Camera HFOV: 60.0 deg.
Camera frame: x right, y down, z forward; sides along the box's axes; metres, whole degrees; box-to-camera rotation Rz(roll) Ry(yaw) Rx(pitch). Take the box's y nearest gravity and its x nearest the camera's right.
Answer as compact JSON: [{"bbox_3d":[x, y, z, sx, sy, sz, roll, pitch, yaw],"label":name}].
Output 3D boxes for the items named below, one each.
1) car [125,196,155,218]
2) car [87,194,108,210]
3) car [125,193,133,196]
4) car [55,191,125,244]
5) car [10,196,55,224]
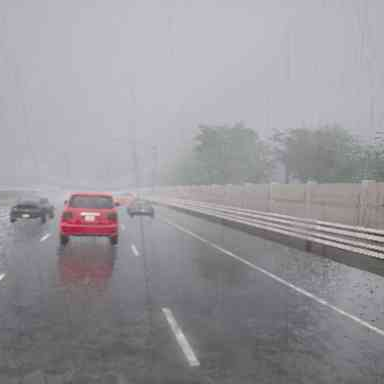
[{"bbox_3d":[-4.279,1.327,27.501,1.994,1.385,4.181,3,0,-15],"label":"car"},{"bbox_3d":[-10.005,1.030,35.333,1.994,1.385,4.181,3,0,-15],"label":"car"},{"bbox_3d":[-8.538,0.918,43.237,2.097,1.767,4.553,3,0,-15],"label":"car"},{"bbox_3d":[-4.363,0.998,14.531,2.150,2.045,5.566,3,0,-15],"label":"car"},{"bbox_3d":[-9.516,0.999,20.143,1.837,1.490,4.892,3,0,-15],"label":"car"}]
